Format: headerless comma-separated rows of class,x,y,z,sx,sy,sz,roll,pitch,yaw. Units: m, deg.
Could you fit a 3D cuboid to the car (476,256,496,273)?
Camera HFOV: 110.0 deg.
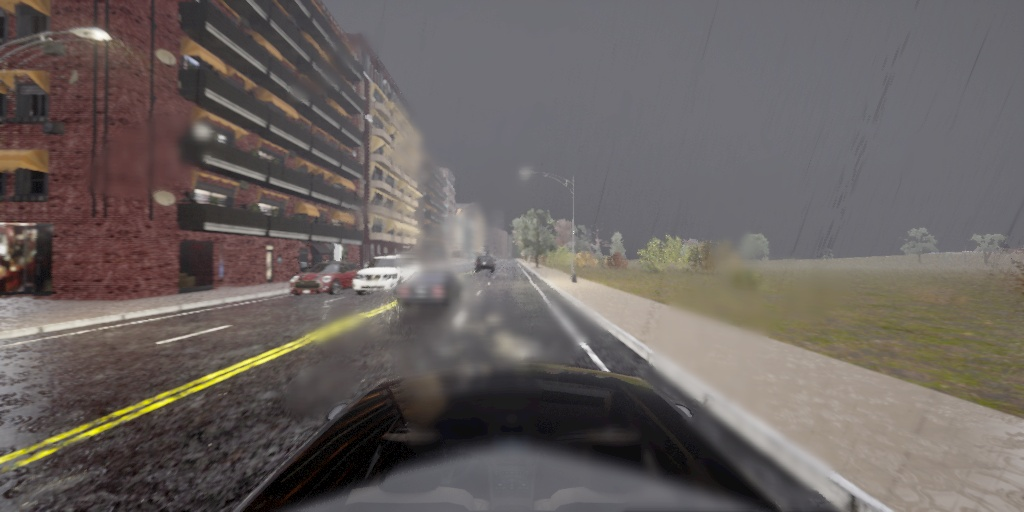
car,-3.223,0.975,44.407,2.150,2.045,5.566,0,0,0

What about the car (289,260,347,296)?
car,-9.875,1.120,19.465,2.097,1.767,4.553,0,0,0

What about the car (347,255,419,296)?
car,-6.628,0.983,19.750,2.150,2.045,5.566,0,0,0

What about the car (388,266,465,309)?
car,-3.174,1.303,15.021,2.033,1.411,5.357,0,0,0
